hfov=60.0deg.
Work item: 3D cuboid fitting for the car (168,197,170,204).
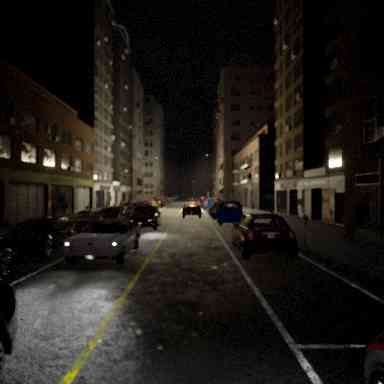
[{"bbox_3d":[-5.892,1.971,64.075,2.008,1.369,4.403,0,0,0],"label":"car"}]

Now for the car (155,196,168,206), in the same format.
[{"bbox_3d":[-5.889,1.700,58.409,2.192,1.841,5.009,0,0,0],"label":"car"}]

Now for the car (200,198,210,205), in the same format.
[{"bbox_3d":[2.631,2.008,69.761,2.008,1.369,4.403,0,0,0],"label":"car"}]

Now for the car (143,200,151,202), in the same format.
[{"bbox_3d":[-5.877,1.806,35.734,1.947,1.339,4.313,0,0,0],"label":"car"}]

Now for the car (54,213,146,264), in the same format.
[{"bbox_3d":[-3.096,1.686,12.309,1.895,1.301,4.718,0,0,0],"label":"car"}]

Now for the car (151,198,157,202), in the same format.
[{"bbox_3d":[-5.880,1.822,41.402,1.887,1.381,4.507,0,0,0],"label":"car"}]

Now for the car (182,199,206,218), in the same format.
[{"bbox_3d":[-0.008,1.713,32.782,2.128,1.511,4.902,0,0,0],"label":"car"}]

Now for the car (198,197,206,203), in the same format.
[{"bbox_3d":[2.622,2.077,86.941,1.752,1.417,4.829,0,0,0],"label":"car"}]

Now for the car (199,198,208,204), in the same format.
[{"bbox_3d":[2.628,2.072,75.431,1.802,1.307,4.206,0,0,0],"label":"car"}]

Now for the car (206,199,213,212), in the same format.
[{"bbox_3d":[2.648,1.792,35.747,2.008,1.369,4.403,0,0,0],"label":"car"}]

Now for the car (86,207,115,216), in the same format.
[{"bbox_3d":[-5.869,1.710,18.730,1.802,1.307,4.206,0,0,0],"label":"car"}]

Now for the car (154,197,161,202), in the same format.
[{"bbox_3d":[-5.883,1.837,46.901,1.752,1.417,4.829,0,0,0],"label":"car"}]

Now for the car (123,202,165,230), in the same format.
[{"bbox_3d":[-3.100,1.658,22.461,1.837,1.490,4.892,0,0,0],"label":"car"}]

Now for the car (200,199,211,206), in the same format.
[{"bbox_3d":[2.633,1.987,64.093,1.947,1.339,4.313,0,0,0],"label":"car"}]

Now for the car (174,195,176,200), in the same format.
[{"bbox_3d":[-5.904,2.101,86.748,2.008,1.369,4.403,0,0,0],"label":"car"}]

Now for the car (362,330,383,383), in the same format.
[{"bbox_3d":[2.666,1.453,1.733,1.967,1.590,4.097,0,0,0],"label":"car"}]

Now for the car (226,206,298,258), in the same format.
[{"bbox_3d":[2.660,1.531,13.071,1.967,1.590,4.097,0,0,0],"label":"car"}]

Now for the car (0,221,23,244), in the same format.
[{"bbox_3d":[-5.863,1.492,7.395,1.967,1.590,4.097,0,0,0],"label":"car"}]

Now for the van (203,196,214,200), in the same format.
[{"bbox_3d":[2.645,1.618,41.418,1.690,1.788,3.998,0,0,0],"label":"van"}]

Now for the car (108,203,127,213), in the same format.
[{"bbox_3d":[-5.872,1.732,24.398,1.947,1.339,4.313,0,0,0],"label":"car"}]

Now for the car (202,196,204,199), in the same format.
[{"bbox_3d":[2.642,1.754,47.086,1.967,1.590,4.097,0,0,0],"label":"car"}]

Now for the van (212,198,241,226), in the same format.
[{"bbox_3d":[2.654,1.508,24.410,1.690,1.788,3.998,0,0,0],"label":"van"}]

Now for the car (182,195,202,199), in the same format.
[{"bbox_3d":[0.020,1.663,46.654,2.097,1.767,4.553,0,0,1],"label":"car"}]

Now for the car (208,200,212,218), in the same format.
[{"bbox_3d":[2.651,1.730,30.247,1.752,1.417,4.829,0,0,0],"label":"car"}]

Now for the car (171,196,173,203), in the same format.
[{"bbox_3d":[-5.898,2.014,75.242,1.752,1.417,4.829,0,0,0],"label":"car"}]

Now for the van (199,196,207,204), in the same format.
[{"bbox_3d":[2.625,1.862,81.103,1.690,1.788,3.998,0,0,0],"label":"van"}]

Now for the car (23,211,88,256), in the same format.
[{"bbox_3d":[-5.866,1.656,13.062,1.947,1.339,4.313,0,0,0],"label":"car"}]

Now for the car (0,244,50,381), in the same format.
[{"bbox_3d":[-3.092,1.508,2.213,2.128,1.511,4.902,0,0,0],"label":"car"}]
